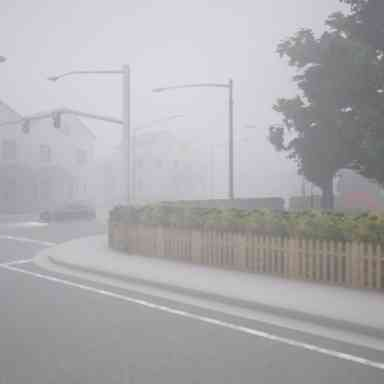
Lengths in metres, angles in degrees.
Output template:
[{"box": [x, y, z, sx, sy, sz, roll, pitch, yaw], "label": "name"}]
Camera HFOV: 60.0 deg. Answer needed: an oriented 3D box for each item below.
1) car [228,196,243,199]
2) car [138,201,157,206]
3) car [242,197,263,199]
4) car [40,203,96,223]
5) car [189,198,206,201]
[{"box": [6.212, 1.367, 48.841, 2.097, 1.767, 4.553, 0, 0, 35], "label": "car"}, {"box": [-4.615, 1.579, 33.287, 1.994, 1.385, 4.181, 0, 0, 34], "label": "car"}, {"box": [9.562, 1.505, 47.240, 2.128, 1.511, 4.902, 0, 0, 35], "label": "car"}, {"box": [-9.631, 1.579, 26.031, 1.994, 1.385, 4.181, 0, 0, 35], "label": "car"}, {"box": [0.540, 1.493, 40.699, 1.882, 1.535, 5.008, 0, 0, 35], "label": "car"}]
